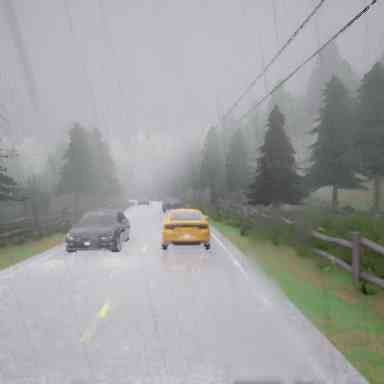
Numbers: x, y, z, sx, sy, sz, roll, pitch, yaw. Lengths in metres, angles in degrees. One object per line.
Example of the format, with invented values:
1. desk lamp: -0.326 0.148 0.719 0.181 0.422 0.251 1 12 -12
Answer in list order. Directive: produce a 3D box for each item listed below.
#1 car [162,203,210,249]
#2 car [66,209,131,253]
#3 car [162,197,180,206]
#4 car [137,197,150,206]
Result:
1. car: -0.307 1.475 14.661 1.882 1.535 5.008 0 0 -3
2. car: -3.675 1.509 13.735 1.837 1.490 4.892 0 0 -3
3. car: -2.435 1.348 38.910 2.097 1.767 4.553 0 0 -7
4. car: -7.893 1.550 54.547 2.033 1.411 5.357 0 0 -7
